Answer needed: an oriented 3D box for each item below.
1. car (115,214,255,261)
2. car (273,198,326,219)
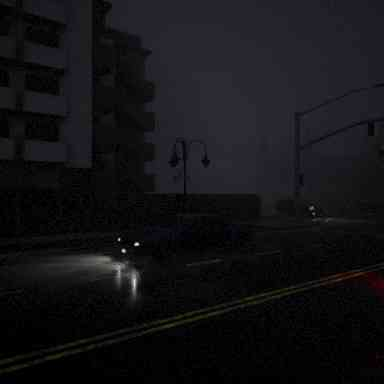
[{"bbox_3d":[-0.064,1.547,12.466,5.357,1.411,2.033,0,0,-35],"label":"car"},{"bbox_3d":[9.544,1.351,29.660,2.097,1.767,4.553,0,0,-35],"label":"car"}]
